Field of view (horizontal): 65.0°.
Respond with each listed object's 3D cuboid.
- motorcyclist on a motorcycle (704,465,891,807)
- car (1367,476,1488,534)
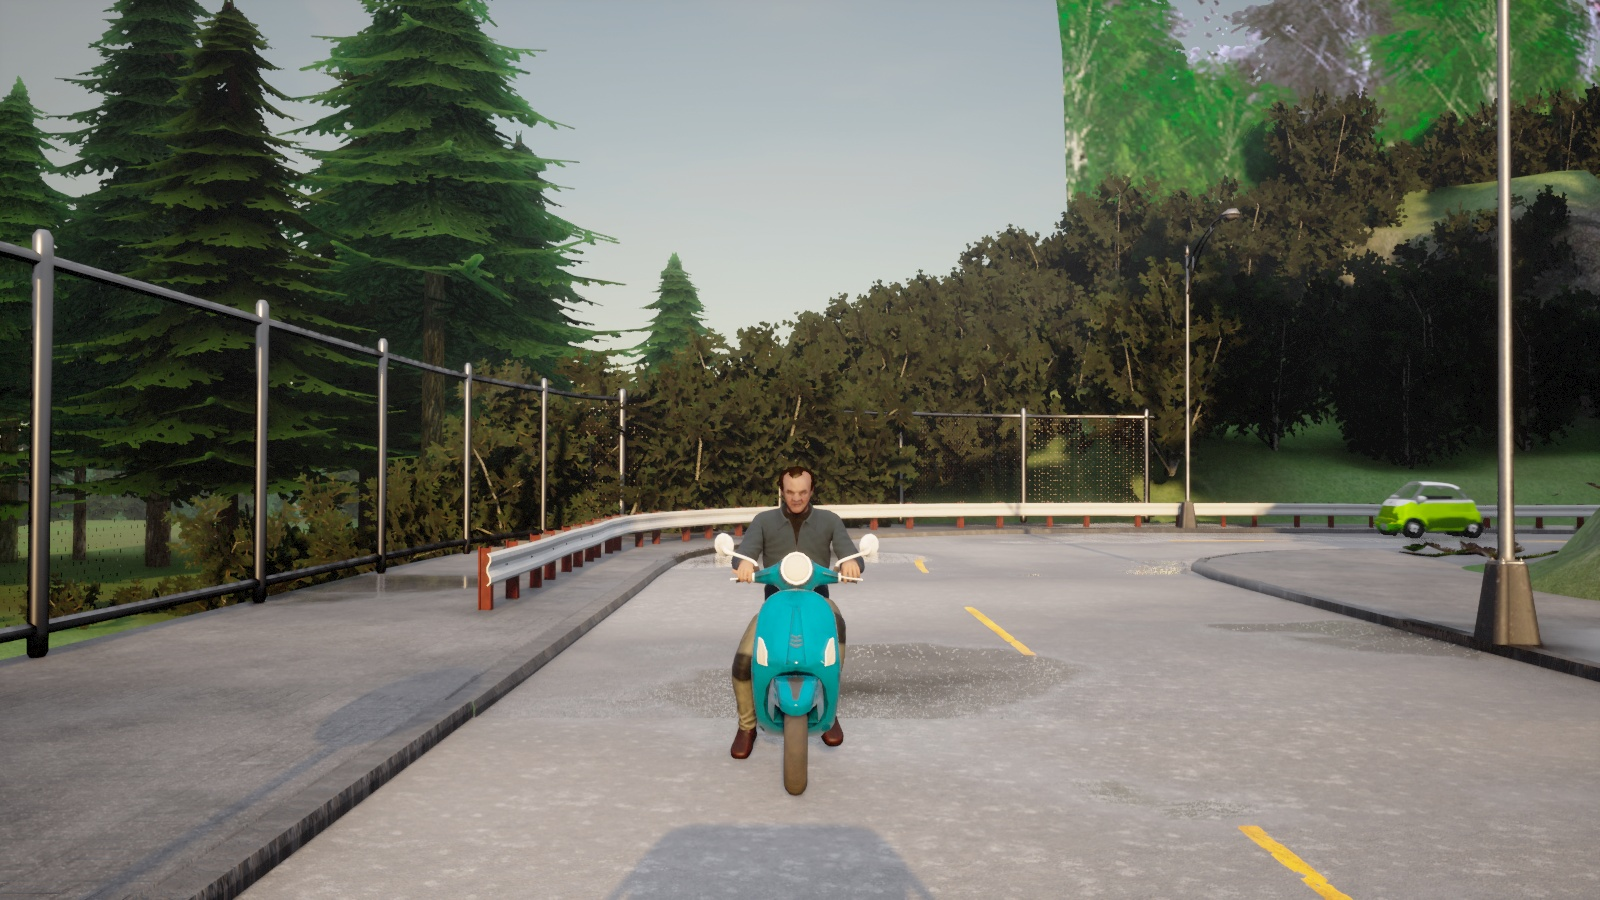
[{"bbox_3d":[-0.012,0.881,6.766,0.866,1.590,1.817,0,-1,0],"label":"motorcyclist on a motorcycle"},{"bbox_3d":[15.248,1.321,30.598,2.207,1.376,1.481,0,-1,0],"label":"car"}]
